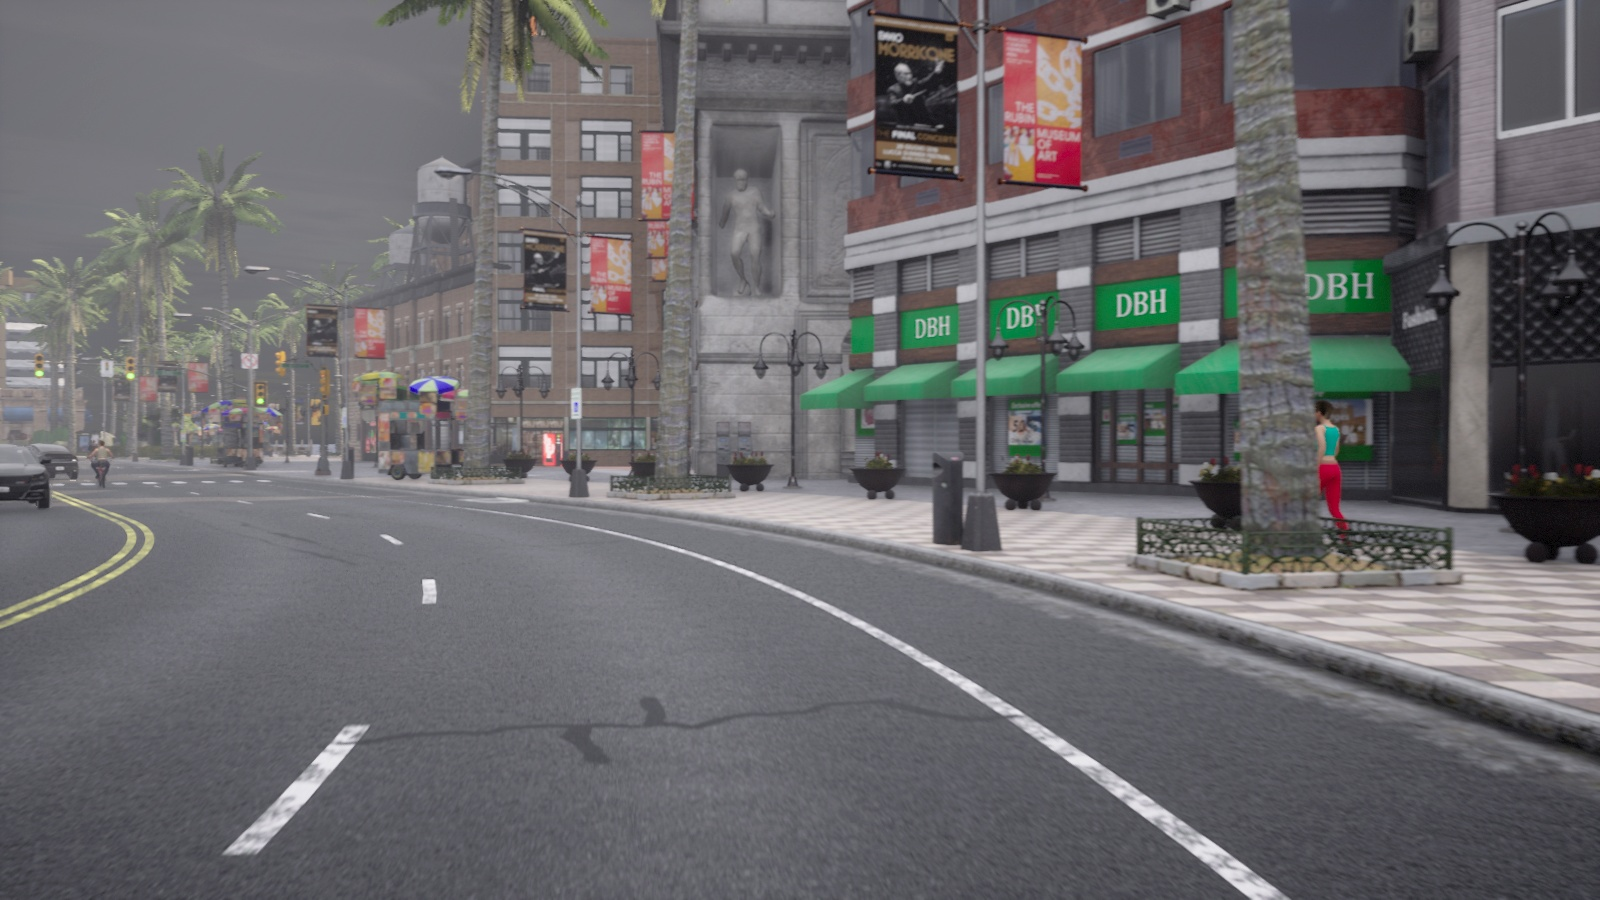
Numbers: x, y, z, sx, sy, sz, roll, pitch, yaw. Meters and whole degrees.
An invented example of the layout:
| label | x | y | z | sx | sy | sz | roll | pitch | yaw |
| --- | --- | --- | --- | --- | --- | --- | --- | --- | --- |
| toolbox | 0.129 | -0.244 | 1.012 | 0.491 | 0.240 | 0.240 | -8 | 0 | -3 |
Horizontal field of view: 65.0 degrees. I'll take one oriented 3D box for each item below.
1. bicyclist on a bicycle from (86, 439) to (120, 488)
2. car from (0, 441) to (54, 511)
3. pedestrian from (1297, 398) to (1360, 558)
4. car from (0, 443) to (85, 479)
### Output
| label | x | y | z | sx | sy | sz | roll | pitch | yaw |
| --- | --- | --- | --- | --- | --- | --- | --- | --- | --- |
| bicyclist on a bicycle | -23.667 | 0.445 | 42.616 | 0.866 | 1.612 | 1.509 | 0 | 0 | -34 |
| car | -18.872 | 0.559 | 29.586 | 1.882 | 1.535 | 5.008 | 0 | 0 | -35 |
| pedestrian | 6.187 | 0.320 | 14.708 | 0.345 | 1.836 | 0.594 | 0 | 0 | -24 |
| car | -32.422 | 0.452 | 53.672 | 4.892 | 1.490 | 1.837 | 0 | 0 | 42 |
